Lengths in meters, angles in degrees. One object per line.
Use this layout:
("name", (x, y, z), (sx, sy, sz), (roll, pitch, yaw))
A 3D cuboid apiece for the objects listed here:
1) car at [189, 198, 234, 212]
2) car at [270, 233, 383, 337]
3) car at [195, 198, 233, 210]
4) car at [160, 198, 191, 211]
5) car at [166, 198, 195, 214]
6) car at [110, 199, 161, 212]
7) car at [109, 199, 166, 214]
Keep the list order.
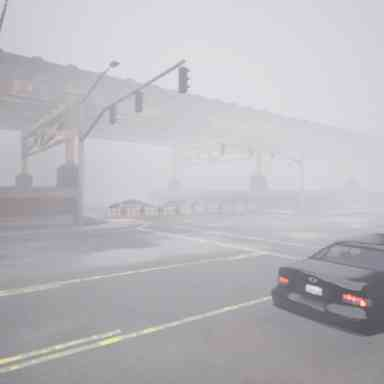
("car", (2.237, 1.461, 38.957), (4.974, 1.542, 2.038), (0, 0, -7))
("car", (3.912, 1.550, 6.559), (5.357, 1.411, 2.033), (0, 0, -35))
("car", (2.186, 1.304, 38.950), (4.536, 1.218, 1.853), (0, 0, -7))
("car", (-1.652, 1.302, 35.242), (1.853, 1.218, 4.536), (0, 0, 18))
("car", (-1.668, 1.460, 35.192), (2.038, 1.542, 4.974), (0, 0, 18))
("car", (-5.461, 1.301, 32.509), (4.536, 1.218, 1.853), (0, 0, 8))
("car", (-5.409, 1.458, 32.502), (4.974, 1.542, 2.038), (0, 0, 8))
